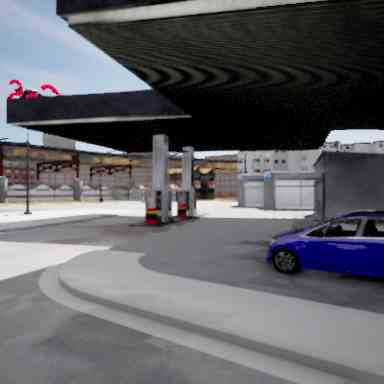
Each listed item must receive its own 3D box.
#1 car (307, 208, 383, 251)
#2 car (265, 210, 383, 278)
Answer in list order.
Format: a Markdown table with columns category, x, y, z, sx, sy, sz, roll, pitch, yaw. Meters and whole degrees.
| category | x | y | z | sx | sy | sz | roll | pitch | yaw |
| --- | --- | --- | --- | --- | --- | --- | --- | --- | --- |
| car | 6.920 | 1.460 | 13.620 | 3.806 | 1.475 | 1.970 | 0 | 0 | 36 |
| car | 4.203 | 1.298 | 8.501 | 4.611 | 1.667 | 2.242 | 0 | 0 | 36 |
